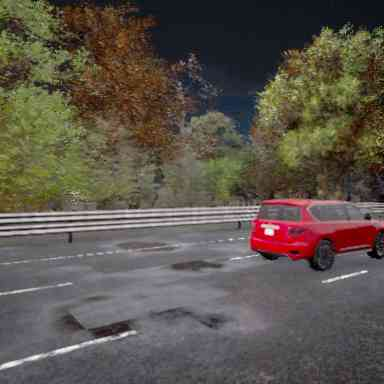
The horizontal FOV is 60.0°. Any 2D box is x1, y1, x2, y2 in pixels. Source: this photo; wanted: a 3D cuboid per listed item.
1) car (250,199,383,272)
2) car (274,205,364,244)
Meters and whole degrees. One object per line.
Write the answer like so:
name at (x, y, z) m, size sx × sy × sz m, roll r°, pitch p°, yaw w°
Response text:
car at (4.429, 1.261, 11.206) m, size 5.566 × 2.045 × 2.150 m, roll 0°, pitch 0°, yaw -35°
car at (6.598, 1.537, 17.053) m, size 5.008 × 1.535 × 1.882 m, roll 0°, pitch 0°, yaw -35°
